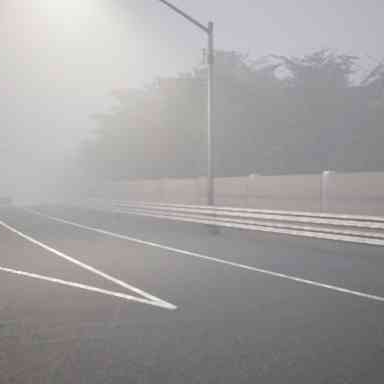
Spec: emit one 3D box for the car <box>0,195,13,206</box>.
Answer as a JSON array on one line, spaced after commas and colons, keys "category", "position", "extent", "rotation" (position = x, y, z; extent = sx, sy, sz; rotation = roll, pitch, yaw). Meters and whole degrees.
[{"category": "car", "position": [-27.405, 1.255, 48.603], "extent": [1.882, 1.535, 5.008], "rotation": [-1, -1, -29]}]
